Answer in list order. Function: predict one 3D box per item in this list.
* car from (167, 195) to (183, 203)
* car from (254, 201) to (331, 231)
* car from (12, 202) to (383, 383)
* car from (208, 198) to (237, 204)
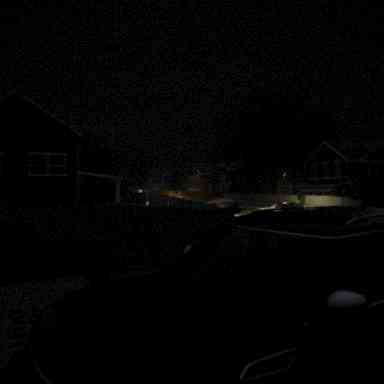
[{"bbox_3d":[-2.832,1.071,49.139,1.895,1.301,4.718,0,1,-21],"label":"car"},{"bbox_3d":[5.950,1.360,20.563,2.033,1.411,5.357,0,1,-14],"label":"car"},{"bbox_3d":[1.201,1.216,3.533,5.566,2.045,2.150,0,0,-28],"label":"car"},{"bbox_3d":[2.992,1.234,31.818,2.033,1.411,5.357,0,1,-15],"label":"car"}]
